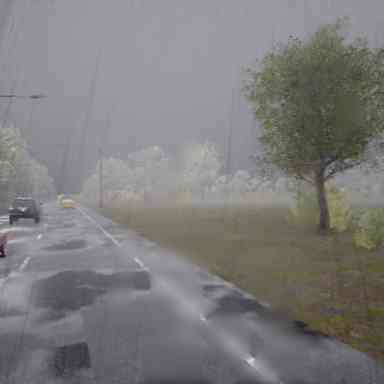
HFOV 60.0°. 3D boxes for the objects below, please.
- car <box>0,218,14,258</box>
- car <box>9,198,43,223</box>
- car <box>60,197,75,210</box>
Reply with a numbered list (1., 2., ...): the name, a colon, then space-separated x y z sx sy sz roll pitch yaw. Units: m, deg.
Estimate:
1. car: -7.053 1.735 10.384 1.895 1.301 4.718 -1 0 -21
2. car: -13.805 1.500 27.798 2.150 2.045 5.566 -1 0 -21
3. car: -18.995 1.889 50.896 1.882 1.535 5.008 -1 0 -21
